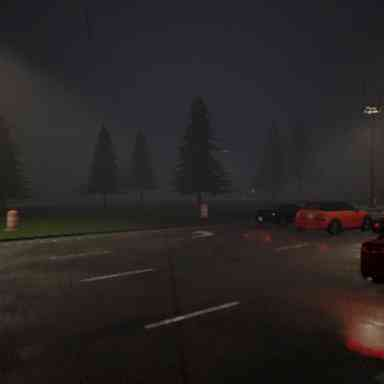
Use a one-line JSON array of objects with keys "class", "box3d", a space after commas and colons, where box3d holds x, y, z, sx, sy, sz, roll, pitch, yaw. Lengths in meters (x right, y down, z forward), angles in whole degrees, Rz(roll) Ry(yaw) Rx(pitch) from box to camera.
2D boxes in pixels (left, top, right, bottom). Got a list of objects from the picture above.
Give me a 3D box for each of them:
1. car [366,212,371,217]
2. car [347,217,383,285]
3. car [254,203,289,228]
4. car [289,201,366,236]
[{"class": "car", "box3d": [10.353, 1.480, 15.428, 4.718, 1.301, 1.895, 0, 0, -35]}, {"class": "car", "box3d": [6.092, 1.411, 8.089, 5.008, 1.535, 1.882, 0, 0, -35]}, {"class": "car", "box3d": [5.981, 1.406, 21.197, 4.674, 1.442, 1.812, 0, 0, -35]}, {"class": "car", "box3d": [7.637, 1.237, 17.790, 4.553, 1.767, 2.097, 0, 0, -35]}]
